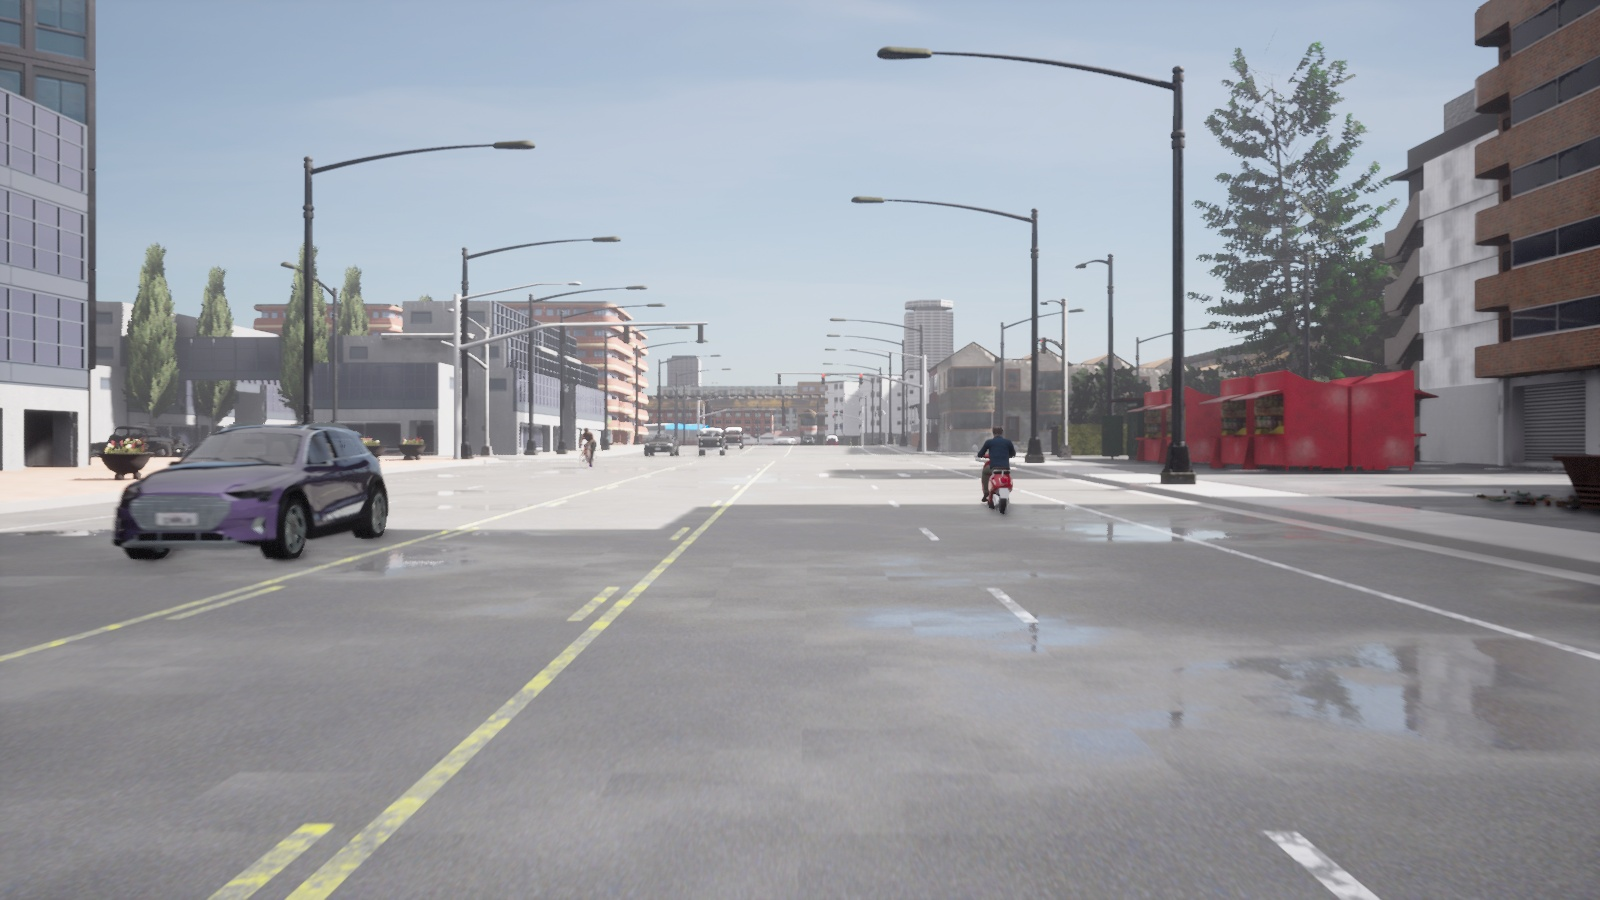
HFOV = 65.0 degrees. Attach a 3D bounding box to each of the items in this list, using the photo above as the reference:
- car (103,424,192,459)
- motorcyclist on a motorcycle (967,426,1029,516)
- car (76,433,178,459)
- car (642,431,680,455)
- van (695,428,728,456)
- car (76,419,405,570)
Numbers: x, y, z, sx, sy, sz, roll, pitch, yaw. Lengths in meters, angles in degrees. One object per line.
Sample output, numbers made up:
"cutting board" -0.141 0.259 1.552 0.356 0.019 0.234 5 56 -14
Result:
"car" -35.698 -0.447 68.757 3.866 1.878 1.905 0 0 1
"motorcyclist on a motorcycle" 3.650 0.361 23.256 0.866 1.590 1.817 0 1 0
"car" -38.690 -0.246 72.298 4.892 1.490 1.837 0 0 1
"car" -9.963 -0.517 90.484 2.152 1.651 5.027 0 0 0
"van" -6.453 -0.575 91.931 2.069 2.038 4.480 0 0 0
"car" -6.891 0.445 16.181 2.033 1.649 4.856 0 1 0
